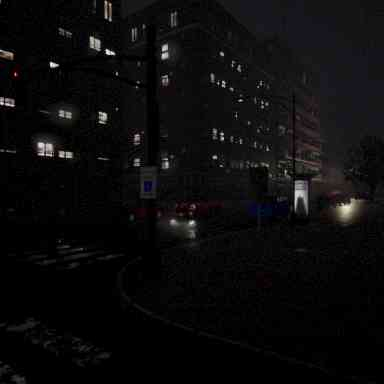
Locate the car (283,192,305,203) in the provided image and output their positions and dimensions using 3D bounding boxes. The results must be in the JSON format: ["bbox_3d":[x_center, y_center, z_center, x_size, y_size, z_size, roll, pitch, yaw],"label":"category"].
[{"bbox_3d":[15.757,0.801,51.361,1.752,1.417,4.829,1,1,36],"label":"car"}]

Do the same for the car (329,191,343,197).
[{"bbox_3d":[32.262,0.428,74.473,1.887,1.381,4.507,1,1,36],"label":"car"}]

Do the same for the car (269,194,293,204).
[{"bbox_3d":[12.574,0.933,46.906,1.802,1.307,4.206,1,1,36],"label":"car"}]

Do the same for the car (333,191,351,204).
[{"bbox_3d":[18.834,0.923,42.111,1.947,1.339,4.313,1,1,36],"label":"car"}]

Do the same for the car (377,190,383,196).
[{"bbox_3d":[45.111,0.315,78.907,1.802,1.307,4.206,1,1,36],"label":"car"}]

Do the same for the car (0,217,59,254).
[{"bbox_3d":[-6.696,1.435,10.794,1.812,1.442,4.674,0,1,36],"label":"car"}]

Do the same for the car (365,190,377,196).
[{"bbox_3d":[44.217,0.216,82.085,1.994,1.385,4.181,0,1,36],"label":"car"}]

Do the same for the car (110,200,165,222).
[{"bbox_3d":[-3.832,1.283,23.931,1.887,1.381,4.507,1,1,36],"label":"car"}]

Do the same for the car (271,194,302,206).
[{"bbox_3d":[12.003,0.961,41.821,2.033,1.411,5.357,0,1,36],"label":"car"}]

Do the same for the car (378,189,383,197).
[{"bbox_3d":[41.827,0.356,74.307,1.887,1.381,4.507,1,1,36],"label":"car"}]

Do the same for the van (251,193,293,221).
[{"bbox_3d":[5.695,1.009,23.708,1.690,1.788,3.998,1,1,36],"label":"van"}]

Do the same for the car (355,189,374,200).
[{"bbox_3d":[28.688,0.564,55.907,1.967,1.590,4.097,1,1,36],"label":"car"}]

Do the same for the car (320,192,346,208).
[{"bbox_3d":[15.549,0.979,37.511,1.887,1.381,4.507,1,1,36],"label":"car"}]

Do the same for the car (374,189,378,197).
[{"bbox_3d":[31.973,0.590,60.509,1.887,1.381,4.507,1,1,36],"label":"car"}]

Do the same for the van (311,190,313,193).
[{"bbox_3d":[19.137,0.536,56.090,1.690,1.788,3.998,1,1,36],"label":"van"}]

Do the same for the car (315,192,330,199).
[{"bbox_3d":[25.699,0.621,65.284,1.802,1.307,4.206,1,1,36],"label":"car"}]

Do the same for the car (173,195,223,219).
[{"bbox_3d":[0.505,1.038,25.779,2.097,1.767,4.553,0,1,36],"label":"car"}]

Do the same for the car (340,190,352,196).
[{"bbox_3d":[38.824,0.278,83.663,2.008,1.369,4.403,1,1,36],"label":"car"}]

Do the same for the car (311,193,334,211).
[{"bbox_3d":[12.264,1.078,32.912,1.947,1.339,4.313,1,1,36],"label":"car"}]
